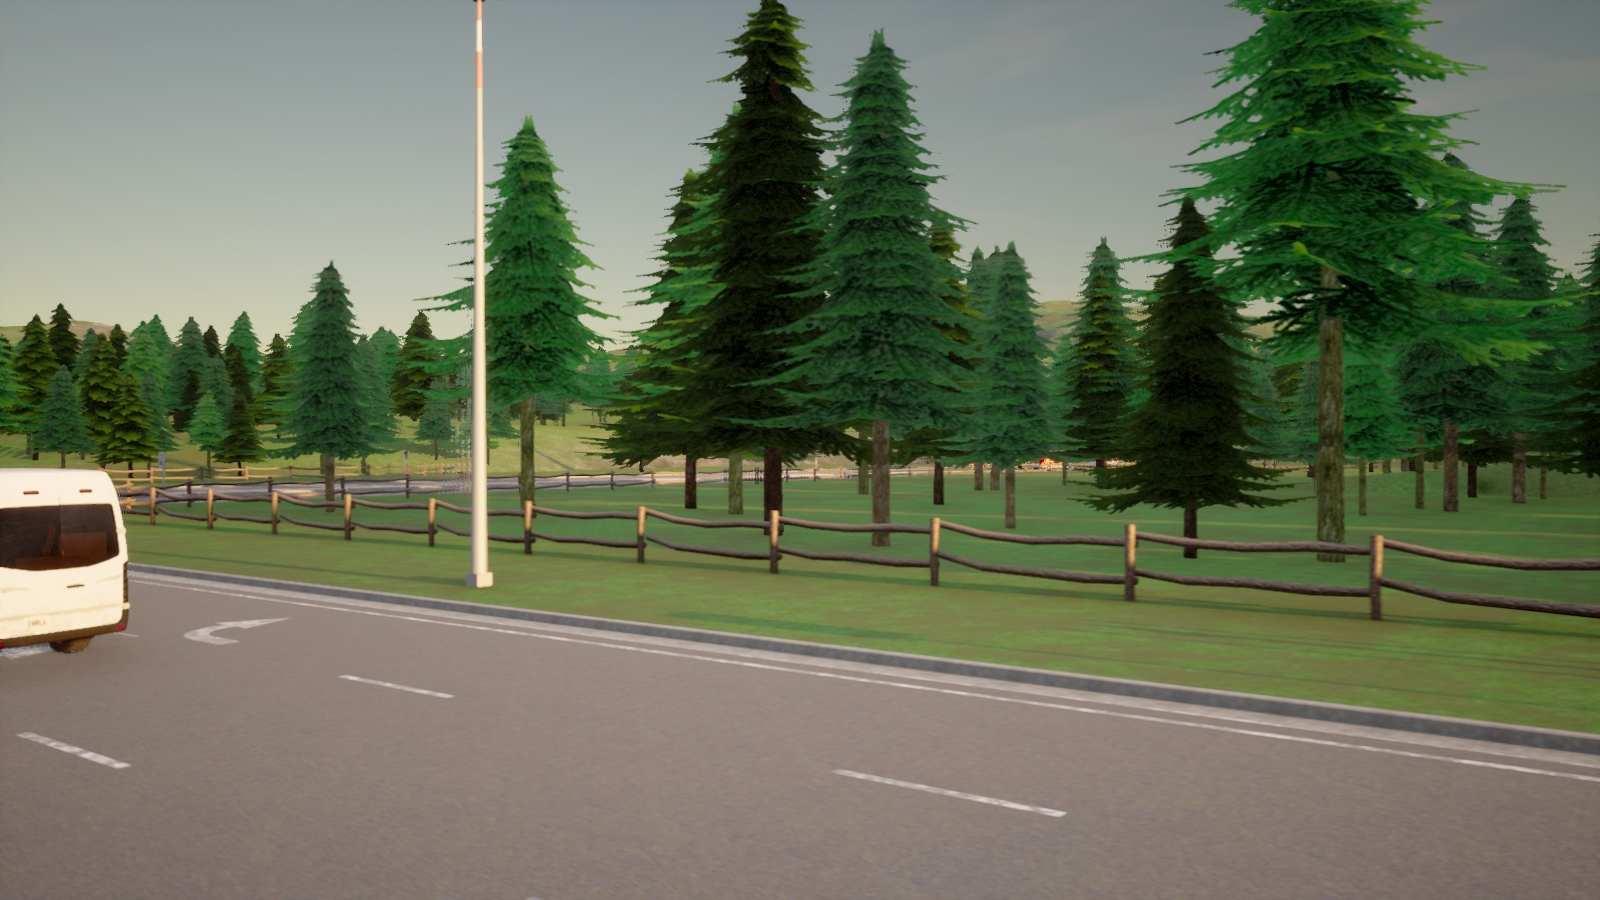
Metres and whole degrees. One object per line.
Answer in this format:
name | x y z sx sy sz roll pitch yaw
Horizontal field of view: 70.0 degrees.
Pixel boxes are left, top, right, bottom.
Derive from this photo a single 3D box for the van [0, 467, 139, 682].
van | -12.055 1.535 15.830 5.915 2.561 1.988 0 0 25
